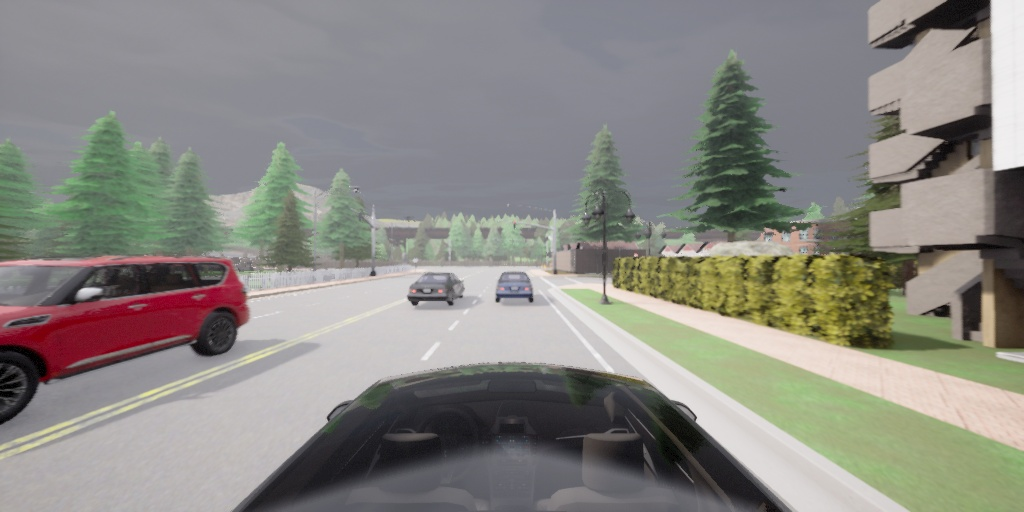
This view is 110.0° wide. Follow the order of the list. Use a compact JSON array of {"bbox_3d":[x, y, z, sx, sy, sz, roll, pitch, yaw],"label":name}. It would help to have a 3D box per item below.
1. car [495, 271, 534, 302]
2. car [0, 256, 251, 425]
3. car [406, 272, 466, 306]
[{"bbox_3d":[0.107,1.461,18.013,2.033,1.411,5.357,0,-1,0],"label":"car"},{"bbox_3d":[-7.076,1.010,5.899,2.150,2.045,5.566,0,0,0],"label":"car"},{"bbox_3d":[-3.395,1.449,16.844,2.033,1.411,5.357,0,-1,0],"label":"car"}]
